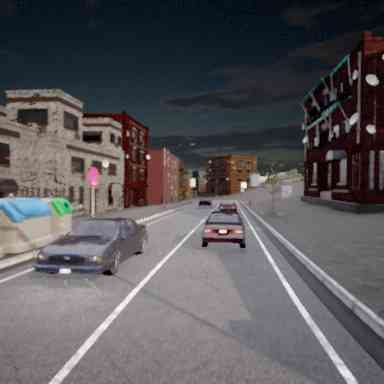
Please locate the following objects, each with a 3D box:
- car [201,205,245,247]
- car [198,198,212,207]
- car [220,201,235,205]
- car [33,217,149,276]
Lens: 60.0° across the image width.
[{"bbox_3d":[1.471,1.567,15.265,2.033,1.411,5.357,1,0,7],"label":"car"},{"bbox_3d":[2.088,1.631,52.522,1.895,1.301,4.718,1,0,7],"label":"car"},{"bbox_3d":[3.908,1.644,36.398,1.895,1.301,4.718,1,0,7],"label":"car"},{"bbox_3d":[-2.777,1.528,10.672,2.033,1.411,5.357,0,0,6],"label":"car"}]
